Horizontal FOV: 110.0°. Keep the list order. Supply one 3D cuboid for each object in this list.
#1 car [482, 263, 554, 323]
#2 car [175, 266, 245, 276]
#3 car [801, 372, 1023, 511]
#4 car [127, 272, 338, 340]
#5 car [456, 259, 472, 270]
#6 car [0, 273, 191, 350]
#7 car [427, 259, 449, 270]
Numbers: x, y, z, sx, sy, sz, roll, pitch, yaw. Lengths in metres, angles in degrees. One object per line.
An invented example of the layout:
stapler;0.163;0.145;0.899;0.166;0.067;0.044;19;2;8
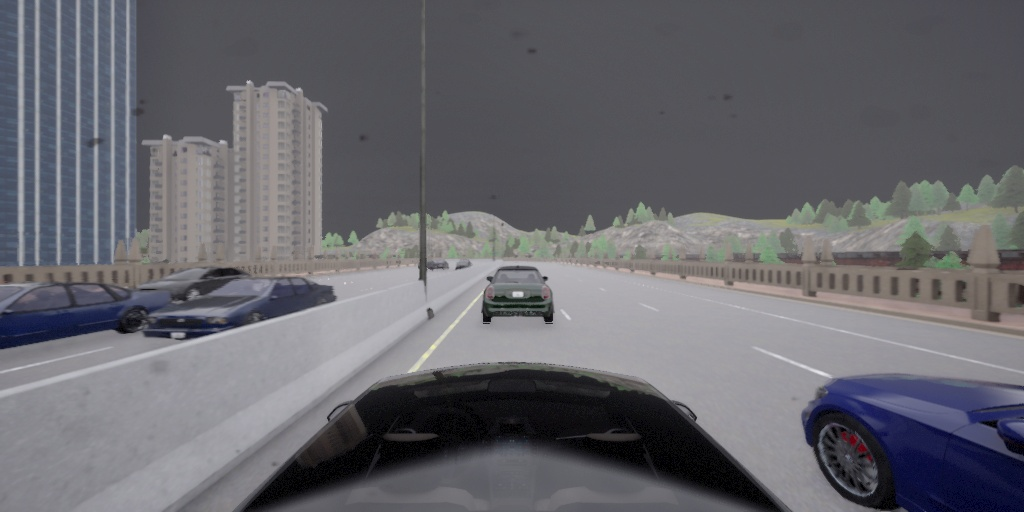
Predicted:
car;0.179;1.098;12.209;2.097;1.767;4.553;0;0;0
car;-13.994;1.238;16.212;1.837;1.490;4.892;0;0;1
car;3.623;1.279;1.382;1.812;1.442;4.674;0;0;0
car;-7.045;1.288;10.241;2.033;1.411;5.357;0;0;0
car;-6.687;1.232;50.318;1.837;1.490;4.892;0;0;1
car;-10.563;1.287;7.879;2.033;1.411;5.357;0;0;0
car;-10.175;1.272;50.839;2.033;1.411;5.357;0;0;1
